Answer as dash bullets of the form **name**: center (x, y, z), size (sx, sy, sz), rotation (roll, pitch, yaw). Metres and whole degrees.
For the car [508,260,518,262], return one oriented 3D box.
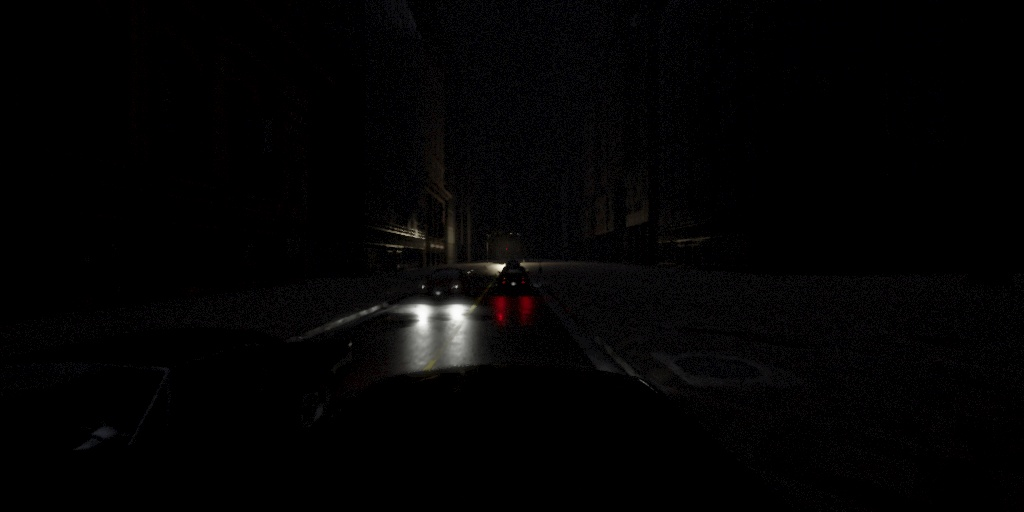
- **car**: center (0.101, 1.281, 46.291), size (1.812, 1.442, 4.674), rotation (0, 0, 0)

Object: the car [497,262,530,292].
- **car**: center (0.082, 1.282, 21.171), size (1.812, 1.442, 4.674), rotation (0, 0, 0)

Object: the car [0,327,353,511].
- **car**: center (-3.097, 1.351, 2.652), size (1.895, 1.301, 4.718), rotation (0, 0, 0)

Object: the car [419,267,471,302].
- **car**: center (-3.072, 1.281, 17.300), size (1.812, 1.442, 4.674), rotation (0, 0, 0)
